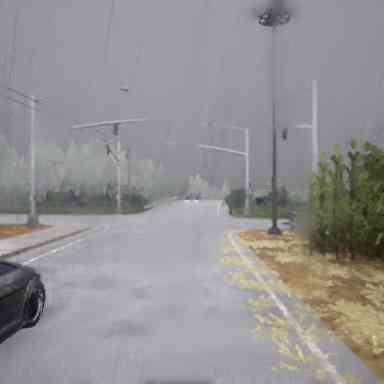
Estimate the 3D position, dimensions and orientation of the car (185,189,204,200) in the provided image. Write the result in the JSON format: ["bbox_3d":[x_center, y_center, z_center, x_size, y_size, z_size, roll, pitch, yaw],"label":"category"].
[{"bbox_3d":[0.239,0.441,60.118,2.150,2.045,5.566,0,0,9],"label":"car"}]

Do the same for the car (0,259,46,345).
[{"bbox_3d":[-3.573,1.559,4.186,1.994,1.385,4.181,0,0,0],"label":"car"}]

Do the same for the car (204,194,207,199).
[{"bbox_3d":[2.473,1.124,75.654,1.837,1.490,4.892,0,-2,8],"label":"car"}]
